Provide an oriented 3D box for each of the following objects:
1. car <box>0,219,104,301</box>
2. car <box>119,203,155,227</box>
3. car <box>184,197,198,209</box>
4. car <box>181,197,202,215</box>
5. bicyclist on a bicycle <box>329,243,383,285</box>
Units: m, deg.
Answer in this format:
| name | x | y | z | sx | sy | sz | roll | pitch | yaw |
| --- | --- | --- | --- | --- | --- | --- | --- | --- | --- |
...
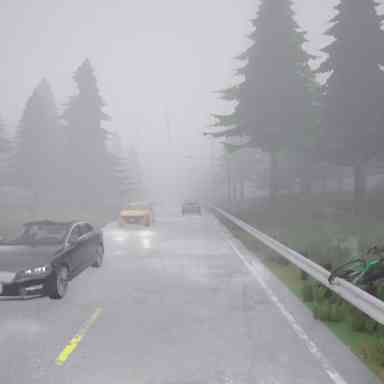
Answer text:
| name | x | y | z | sx | sy | sz | roll | pitch | yaw |
| --- | --- | --- | --- | --- | --- | --- | --- | --- | --- |
| car | -3.623 | 1.488 | 8.486 | 2.128 | 1.511 | 4.902 | 0 | 0 | 0 |
| car | -3.666 | 1.470 | 22.733 | 1.882 | 1.535 | 5.008 | 0 | 0 | 0 |
| car | -0.122 | 1.488 | 47.178 | 1.837 | 1.490 | 4.892 | 0 | 0 | 0 |
| car | -0.061 | 1.480 | 33.592 | 2.128 | 1.511 | 4.902 | 0 | 0 | 0 |
| bicyclist on a bicycle | 3.191 | 1.349 | 5.767 | 1.620 | 0.582 | 1.656 | -33 | -46 | 9 |
